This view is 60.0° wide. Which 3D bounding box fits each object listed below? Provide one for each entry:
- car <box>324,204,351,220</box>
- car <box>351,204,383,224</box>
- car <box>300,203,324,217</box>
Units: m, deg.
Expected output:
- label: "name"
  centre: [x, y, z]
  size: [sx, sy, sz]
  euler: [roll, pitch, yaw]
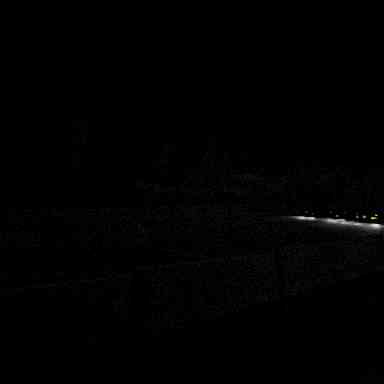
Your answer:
- label: "car"
  centre: [15.584, 1.883, 32.293]
  size: [5.357, 1.411, 2.033]
  euler: [1, -1, -35]
- label: "car"
  centre: [15.859, 1.804, 28.184]
  size: [4.892, 1.490, 1.837]
  euler: [1, -1, -35]
- label: "car"
  centre: [13.266, 1.893, 34.932]
  size: [4.181, 1.385, 1.994]
  euler: [1, -1, -35]
